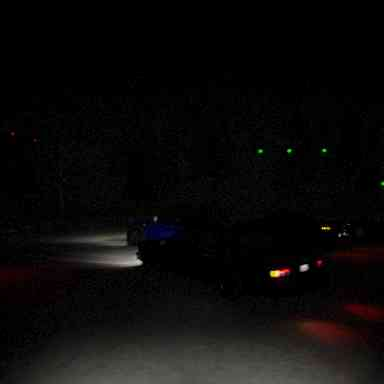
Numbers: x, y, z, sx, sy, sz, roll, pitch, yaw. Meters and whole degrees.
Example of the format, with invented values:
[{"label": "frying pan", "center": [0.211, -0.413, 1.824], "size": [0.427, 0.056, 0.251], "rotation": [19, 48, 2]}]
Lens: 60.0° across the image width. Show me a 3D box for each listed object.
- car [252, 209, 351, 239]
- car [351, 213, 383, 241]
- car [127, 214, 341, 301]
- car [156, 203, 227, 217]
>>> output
[{"label": "car", "center": [3.960, 1.464, 14.271], "size": [4.674, 1.442, 1.812], "rotation": [0, 0, 44]}, {"label": "car", "center": [9.026, 1.413, 13.936], "size": [1.837, 1.490, 4.892], "rotation": [1, -1, -37]}, {"label": "car", "center": [0.596, 1.521, 8.399], "size": [2.033, 1.411, 5.357], "rotation": [0, 0, -39]}, {"label": "car", "center": [-0.527, 1.320, 13.402], "size": [4.553, 1.767, 2.097], "rotation": [0, 0, 36]}]
